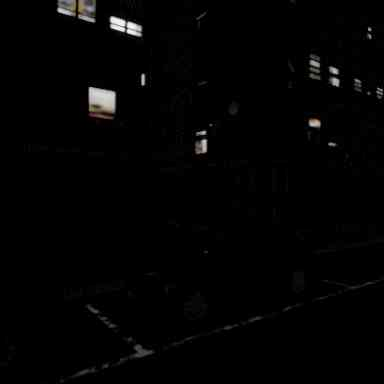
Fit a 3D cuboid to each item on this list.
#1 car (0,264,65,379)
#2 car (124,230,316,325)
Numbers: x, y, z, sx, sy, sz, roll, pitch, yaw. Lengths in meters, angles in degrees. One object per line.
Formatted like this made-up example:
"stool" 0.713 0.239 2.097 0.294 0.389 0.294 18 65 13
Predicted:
"car" -3.821 1.549 3.833 4.403 1.369 2.008 0 0 -35
"car" 0.768 1.550 7.106 4.507 1.381 1.887 0 0 -35
